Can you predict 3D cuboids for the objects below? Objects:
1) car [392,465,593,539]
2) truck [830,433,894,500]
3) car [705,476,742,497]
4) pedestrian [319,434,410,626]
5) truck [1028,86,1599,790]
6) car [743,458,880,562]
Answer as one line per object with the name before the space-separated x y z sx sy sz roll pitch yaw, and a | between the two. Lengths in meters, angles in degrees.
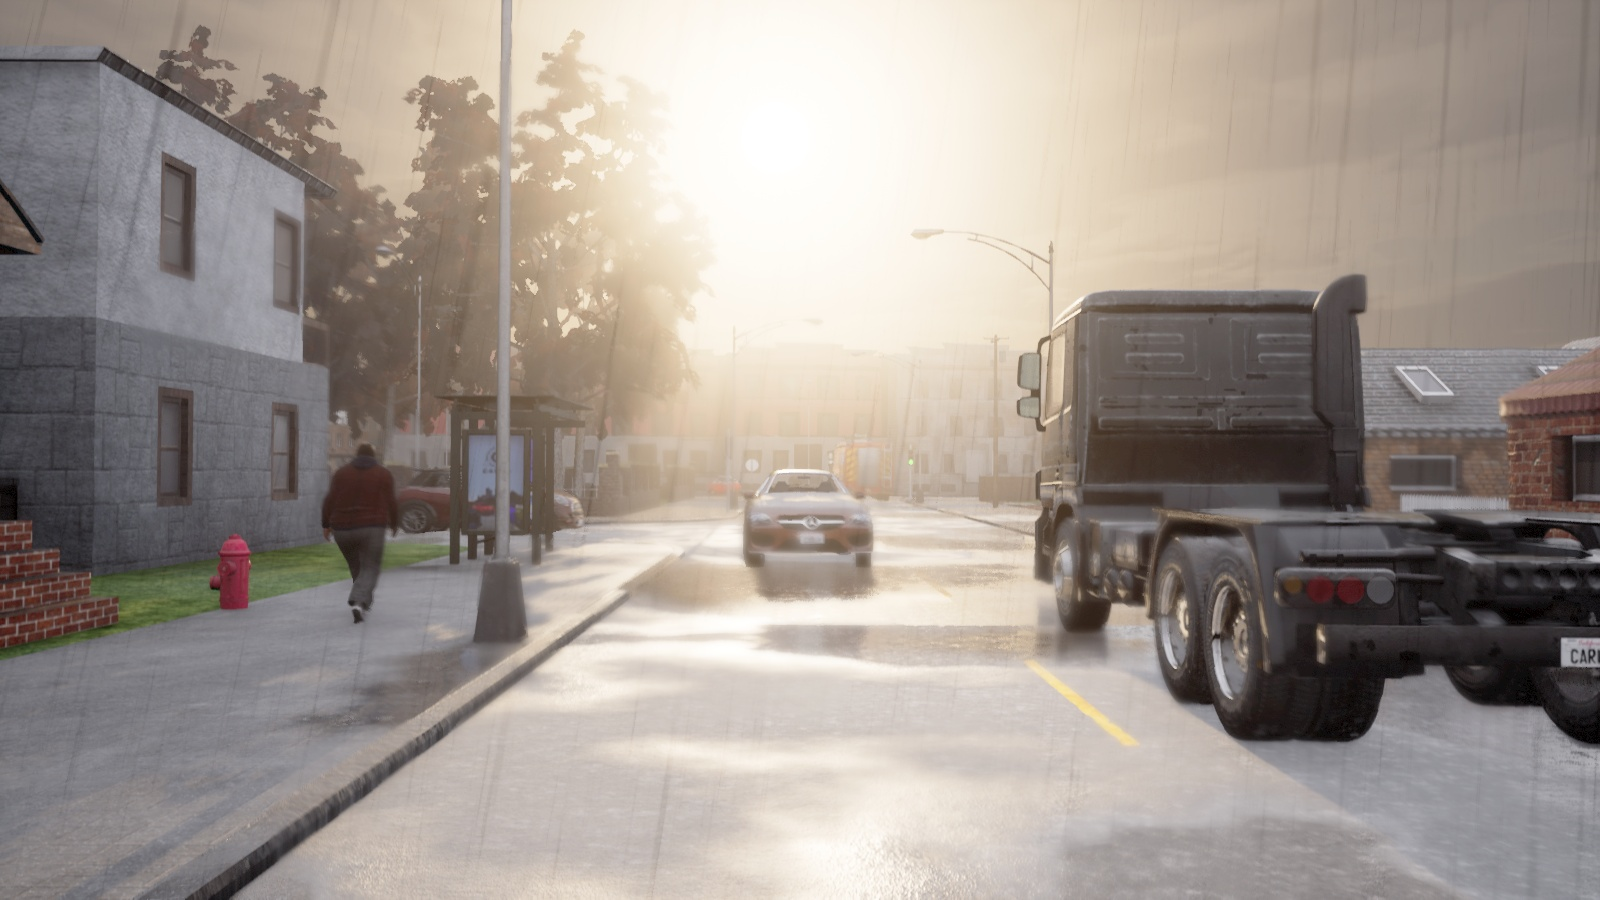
car | -7.637 1.286 31.573 4.553 1.767 2.097 0 -1 -1
truck | 3.628 1.027 75.710 2.891 3.827 8.468 0 -1 -4
car | -5.114 2.443 84.464 2.207 1.376 1.481 0 -1 10
pedestrian | -4.334 0.775 12.544 0.634 1.844 0.899 0 -1 -4
truck | 3.956 0.006 10.137 2.891 3.462 7.936 0 -1 1
car | 0.065 1.010 22.602 2.152 1.651 5.027 0 -1 -3
